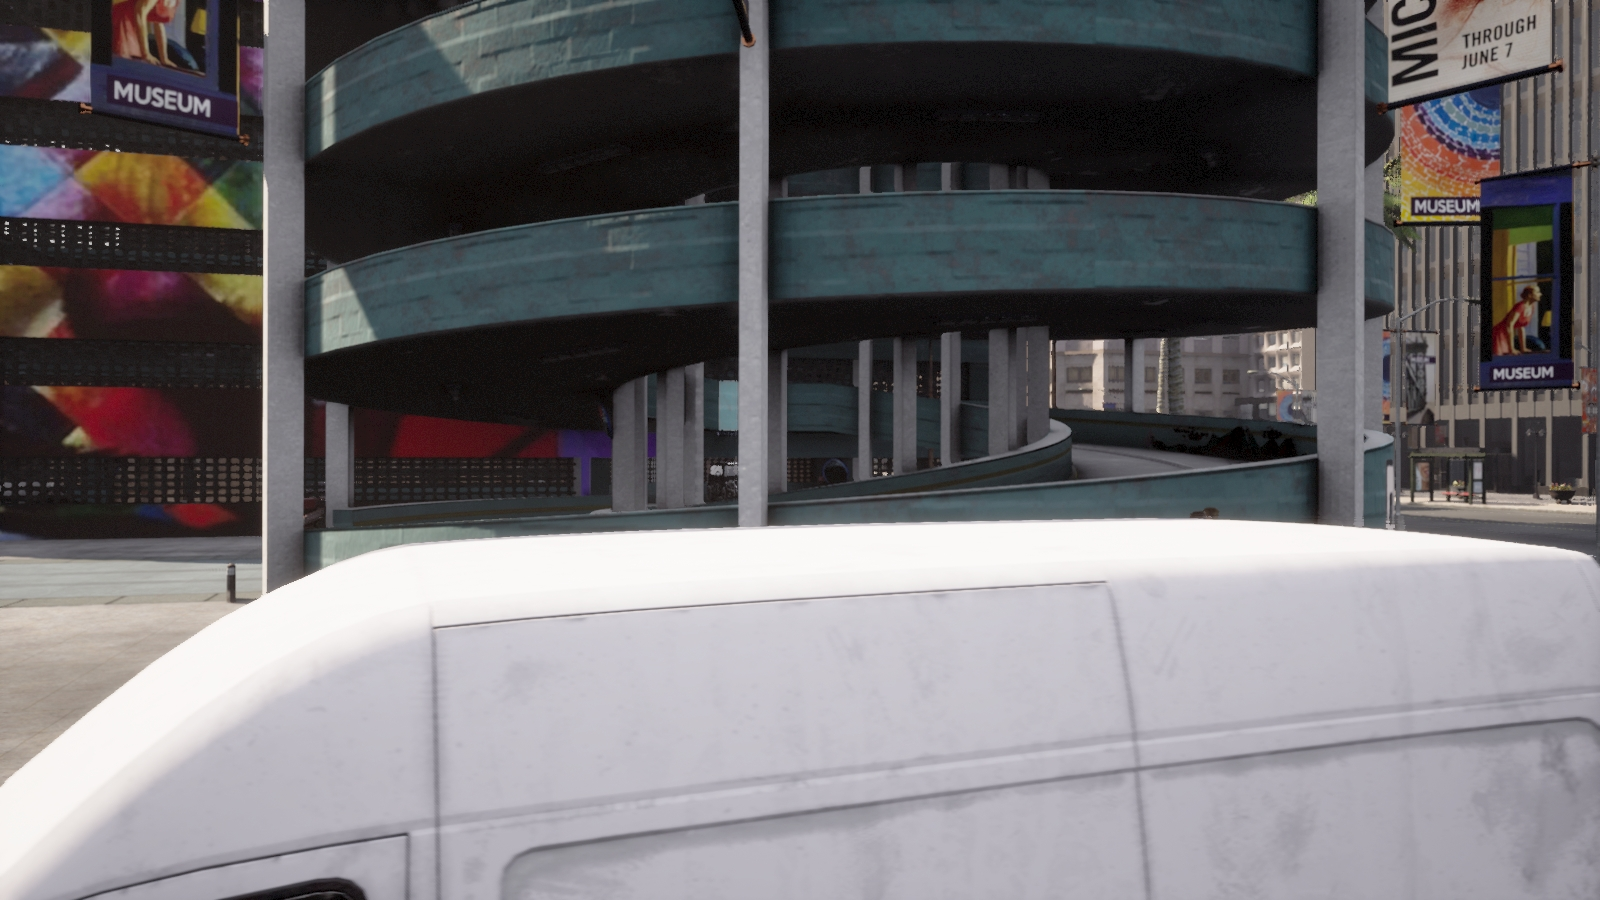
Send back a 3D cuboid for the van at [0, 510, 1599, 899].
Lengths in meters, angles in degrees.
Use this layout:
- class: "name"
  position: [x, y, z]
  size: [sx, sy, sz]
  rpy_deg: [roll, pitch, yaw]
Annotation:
- class: "van"
  position: [-0.465, 1.538, 3.070]
  size: [5.915, 2.561, 1.988]
  rpy_deg: [0, 0, -21]
